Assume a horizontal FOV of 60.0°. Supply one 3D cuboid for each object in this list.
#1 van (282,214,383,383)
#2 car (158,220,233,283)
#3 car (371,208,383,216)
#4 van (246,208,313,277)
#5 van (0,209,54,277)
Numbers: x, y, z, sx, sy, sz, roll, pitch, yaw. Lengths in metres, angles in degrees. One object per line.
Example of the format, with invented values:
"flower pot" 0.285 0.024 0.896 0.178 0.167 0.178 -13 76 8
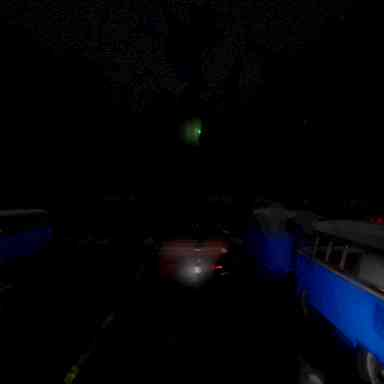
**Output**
"van" 2.757 1.388 4.832 1.690 1.788 3.998 0 -1 0
"car" 0.112 1.588 9.965 2.128 1.511 4.902 0 0 1
"car" 13.496 1.853 21.057 4.553 1.767 2.097 1 0 -1
"van" 2.751 1.440 10.269 1.690 1.788 3.998 0 -1 0
"van" -5.774 1.440 10.261 1.690 1.788 3.998 0 -1 0
